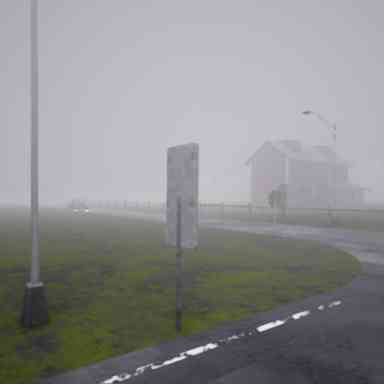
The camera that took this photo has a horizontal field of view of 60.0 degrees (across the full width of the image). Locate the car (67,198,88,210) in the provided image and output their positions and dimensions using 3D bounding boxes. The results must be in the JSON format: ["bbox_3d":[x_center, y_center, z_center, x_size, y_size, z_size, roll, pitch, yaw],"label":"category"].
[{"bbox_3d":[-17.456,1.754,50.849,2.097,1.767,4.553,1,-1,-36],"label":"car"}]
